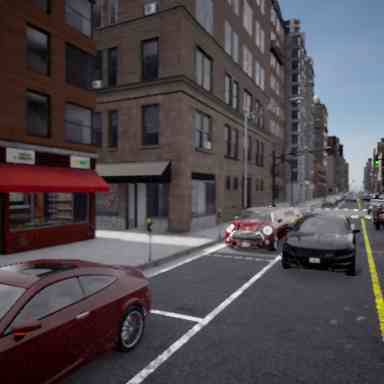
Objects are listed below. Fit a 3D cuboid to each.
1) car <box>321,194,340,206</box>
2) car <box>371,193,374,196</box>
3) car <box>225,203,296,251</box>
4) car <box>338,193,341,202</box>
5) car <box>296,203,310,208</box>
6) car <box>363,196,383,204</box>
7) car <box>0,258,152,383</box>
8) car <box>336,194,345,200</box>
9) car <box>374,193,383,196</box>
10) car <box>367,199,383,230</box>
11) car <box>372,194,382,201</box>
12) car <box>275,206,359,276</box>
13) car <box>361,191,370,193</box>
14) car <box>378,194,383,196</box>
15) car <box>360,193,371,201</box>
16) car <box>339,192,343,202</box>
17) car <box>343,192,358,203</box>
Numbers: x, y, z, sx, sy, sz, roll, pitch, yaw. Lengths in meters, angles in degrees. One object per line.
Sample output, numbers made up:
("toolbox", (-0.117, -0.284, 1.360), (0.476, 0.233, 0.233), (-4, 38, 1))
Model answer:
("car", (19.749, 1.388, 47.989), (2.008, 1.369, 4.403), (0, 0, 26))
("car", (39.548, 1.102, 69.894), (2.192, 1.841, 5.009), (0, 0, 26))
("car", (2.840, 1.384, 13.827), (1.967, 1.590, 4.097), (0, 0, 26))
("car", (22.270, 1.366, 53.081), (1.887, 1.381, 4.507), (0, 0, 26))
("car", (5.212, 1.455, 18.620), (1.752, 1.417, 4.829), (0, 0, 26))
("car", (18.534, 1.458, 33.236), (2.033, 1.411, 5.357), (1, 1, 27))
("car", (-2.057, 1.556, 3.936), (1.802, 1.307, 4.206), (0, 0, 26))
("car", (37.393, 1.276, 83.634), (1.947, 1.339, 4.313), (0, 0, 26))
("car", (37.027, 1.389, 64.804), (1.802, 1.307, 4.206), (0, 0, 26))
("car", (11.909, 1.435, 19.868), (2.128, 1.511, 4.902), (0, 0, 27))
("car", (44.588, 1.187, 80.078), (1.967, 1.590, 4.097), (0, 0, 26))
("car", (4.211, 1.440, 10.651), (1.882, 1.535, 5.008), (0, 1, 26))
("car", (42.385, 1.176, 81.573), (1.837, 1.490, 4.892), (0, 0, 26))
("car", (31.986, 1.424, 54.620), (1.802, 1.307, 4.206), (0, 0, 26))
("car", (37.961, 1.359, 72.637), (1.895, 1.301, 4.718), (0, 0, 26))
("car", (29.756, 1.296, 68.206), (1.752, 1.417, 4.829), (0, 0, 26))
("car", (30.048, 1.298, 62.850), (1.837, 1.490, 4.892), (0, 0, 26))
